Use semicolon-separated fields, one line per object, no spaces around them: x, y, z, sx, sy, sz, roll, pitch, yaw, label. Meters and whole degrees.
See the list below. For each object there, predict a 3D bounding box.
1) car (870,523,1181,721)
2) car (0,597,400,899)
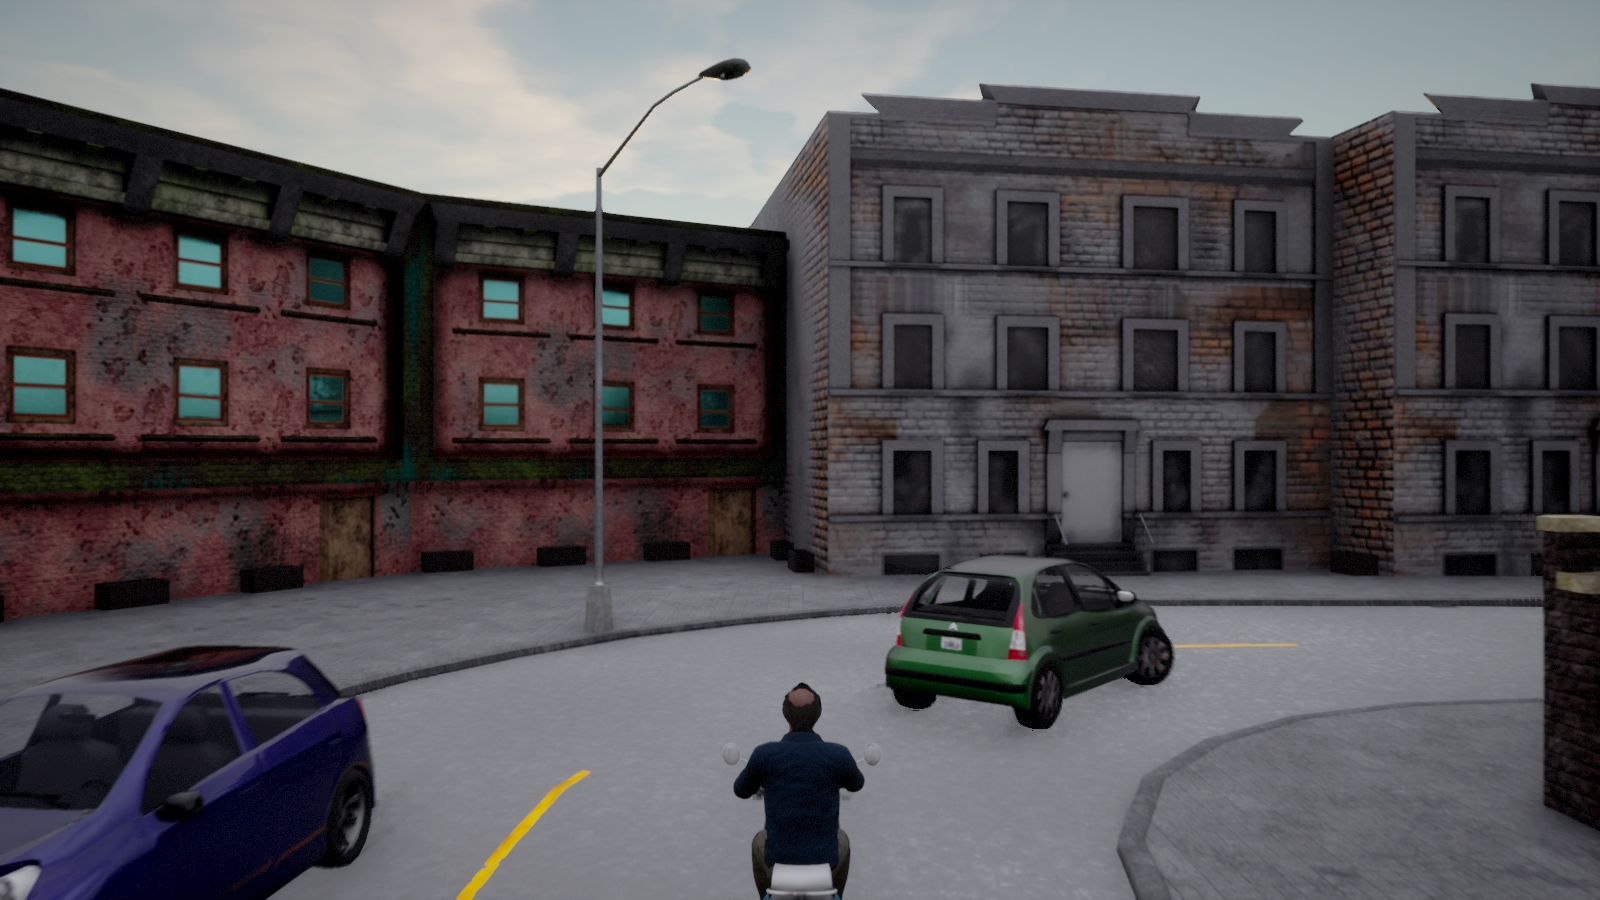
2.711;1.781;13.059;1.851;1.617;3.988;0;0;39;car
-3.919;1.818;6.425;1.845;1.501;3.633;0;0;4;car
